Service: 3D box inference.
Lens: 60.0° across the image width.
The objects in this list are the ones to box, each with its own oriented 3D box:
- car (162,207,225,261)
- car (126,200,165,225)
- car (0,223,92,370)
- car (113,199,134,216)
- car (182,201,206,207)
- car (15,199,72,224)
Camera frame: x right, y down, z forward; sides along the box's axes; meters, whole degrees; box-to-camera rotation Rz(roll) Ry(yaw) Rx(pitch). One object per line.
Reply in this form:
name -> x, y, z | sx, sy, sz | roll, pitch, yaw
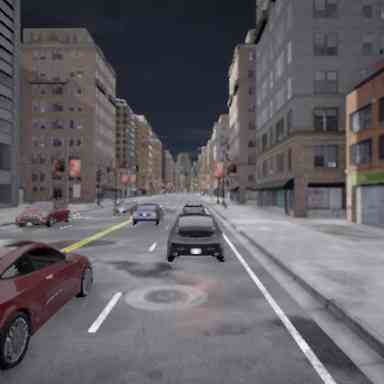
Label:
car -> 0.125, 1.506, 12.270 | 1.837, 1.490, 4.892 | 0, 0, 0
car -> -3.089, 1.544, 24.208 | 2.033, 1.411, 5.357 | 0, 0, 0
car -> -3.141, 1.525, 5.569 | 1.812, 1.442, 4.674 | 0, 0, 0
car -> -6.512, 1.484, 33.055 | 2.128, 1.511, 4.902 | 0, 0, 0
car -> 0.159, 1.488, 29.195 | 2.128, 1.511, 4.902 | 0, 0, 0
car -> -9.799, 1.346, 22.280 | 2.097, 1.767, 4.553 | 0, 0, 0
